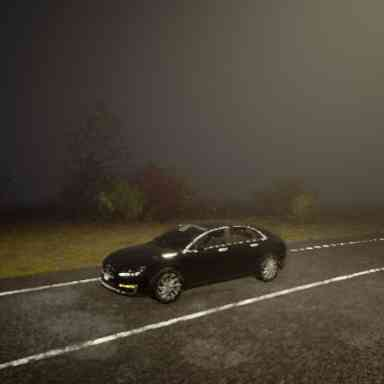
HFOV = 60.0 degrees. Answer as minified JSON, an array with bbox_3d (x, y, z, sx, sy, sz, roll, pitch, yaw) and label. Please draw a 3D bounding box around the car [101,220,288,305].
[{"bbox_3d":[0.255,1.509,8.201,4.892,1.490,1.837,0,-1,-34],"label":"car"}]
